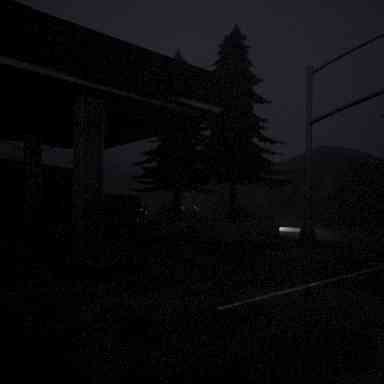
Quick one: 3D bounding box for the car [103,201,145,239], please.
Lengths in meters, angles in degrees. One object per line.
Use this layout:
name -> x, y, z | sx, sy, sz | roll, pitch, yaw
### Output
car -> -4.505, 1.444, 18.311 | 1.905, 1.878, 3.866 | 1, 0, -36

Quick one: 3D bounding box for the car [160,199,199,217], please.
car -> -1.309, 1.536, 32.682 | 2.097, 1.767, 4.553 | 1, 0, -36

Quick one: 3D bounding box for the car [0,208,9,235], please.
car -> -11.636, 1.520, 18.492 | 2.242, 1.667, 4.611 | 1, 0, -36

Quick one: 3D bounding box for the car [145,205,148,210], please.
car -> -7.460, 1.659, 41.345 | 2.033, 1.411, 5.357 | 1, 0, -35

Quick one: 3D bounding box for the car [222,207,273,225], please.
car -> 4.113, 1.811, 25.044 | 1.994, 1.385, 4.181 | 1, 0, -35
